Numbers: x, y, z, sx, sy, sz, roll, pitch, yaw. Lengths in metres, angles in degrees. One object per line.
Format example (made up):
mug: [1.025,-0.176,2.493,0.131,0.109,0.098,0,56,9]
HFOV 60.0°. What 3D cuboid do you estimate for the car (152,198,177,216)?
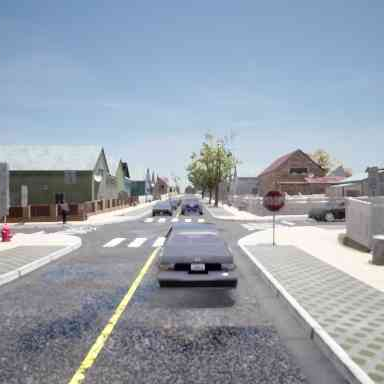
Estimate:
car: [-2.823,1.568,32.708,2.033,1.411,5.357,0,0,-1]

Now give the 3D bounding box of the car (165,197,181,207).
car: [-2.851,1.519,51.445,2.128,1.511,4.902,0,0,0]

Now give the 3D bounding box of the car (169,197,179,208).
car: [-2.857,1.589,41.979,1.994,1.385,4.181,0,0,0]

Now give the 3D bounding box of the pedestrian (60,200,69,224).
pedestrian: [-9.696,1.476,25.249,0.375,1.860,0.375,0,0,0]

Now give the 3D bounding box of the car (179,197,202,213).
car: [0.020,1.373,35.156,2.097,1.767,4.553,0,0,0]

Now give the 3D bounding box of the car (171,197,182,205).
car: [-2.823,1.630,61.447,1.895,1.301,4.718,0,0,0]

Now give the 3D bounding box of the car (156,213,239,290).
car: [0.059,1.555,9.200,2.033,1.411,5.357,0,0,-1]

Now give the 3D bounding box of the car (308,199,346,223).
car: [10.346,1.230,22.458,4.892,1.490,1.837,-2,-1,0]
